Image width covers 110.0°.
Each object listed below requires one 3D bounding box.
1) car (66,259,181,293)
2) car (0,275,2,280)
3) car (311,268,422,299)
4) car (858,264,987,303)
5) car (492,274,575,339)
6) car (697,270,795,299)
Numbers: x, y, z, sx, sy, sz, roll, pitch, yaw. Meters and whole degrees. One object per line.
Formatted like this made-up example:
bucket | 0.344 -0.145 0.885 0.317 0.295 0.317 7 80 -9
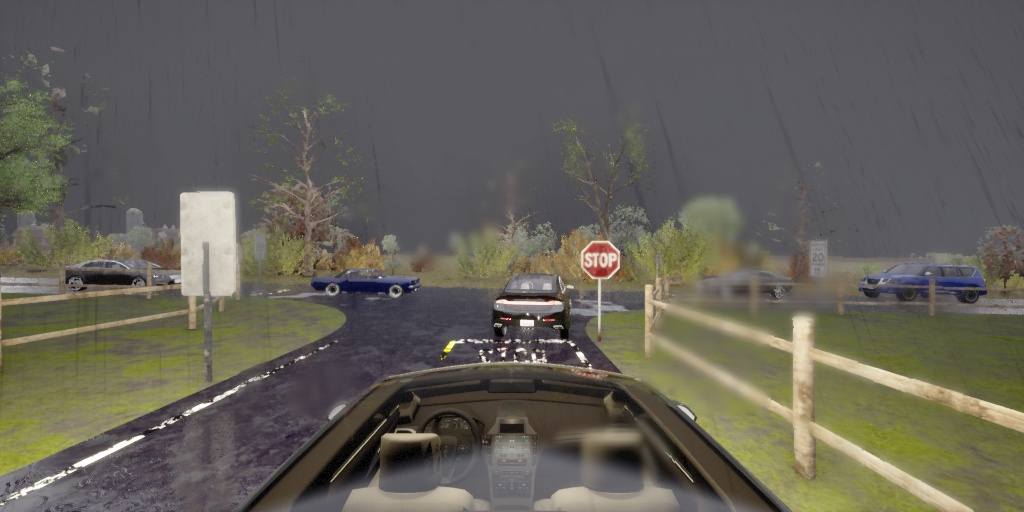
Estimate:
car | -18.481 0.886 17.225 4.902 1.511 2.128 1 1 0
car | -27.784 0.718 17.238 4.674 1.442 1.812 1 1 0
car | -6.813 1.249 17.201 4.718 1.301 1.895 1 1 0
car | 22.910 1.467 20.099 5.566 2.045 2.150 1 1 0
car | 0.711 1.240 10.165 2.128 1.511 4.902 0 0 9
car | 13.015 1.526 20.116 4.902 1.511 2.128 1 1 0
